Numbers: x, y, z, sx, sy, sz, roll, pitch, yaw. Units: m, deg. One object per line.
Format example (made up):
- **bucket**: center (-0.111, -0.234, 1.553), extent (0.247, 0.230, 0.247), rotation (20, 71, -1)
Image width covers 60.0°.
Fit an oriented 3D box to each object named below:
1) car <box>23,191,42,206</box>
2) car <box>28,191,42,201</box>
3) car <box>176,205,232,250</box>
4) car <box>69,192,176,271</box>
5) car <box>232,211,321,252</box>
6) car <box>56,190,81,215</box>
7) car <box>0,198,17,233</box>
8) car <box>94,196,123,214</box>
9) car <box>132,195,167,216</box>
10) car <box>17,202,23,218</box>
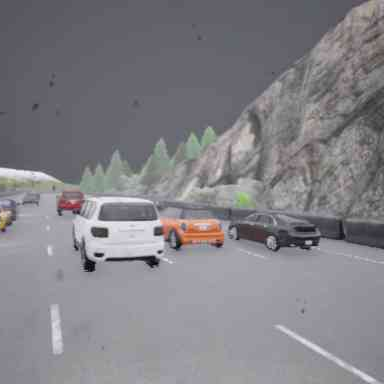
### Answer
- **car**: center (-19.845, 0.901, 41.115), extent (2.033, 1.411, 5.357), rotation (2, 0, -24)
- **car**: center (-26.446, 0.581, 56.076), extent (1.882, 1.535, 5.008), rotation (2, 0, -24)
- **car**: center (-0.432, 1.361, 14.703), extent (2.097, 1.767, 4.553), rotation (2, 0, -24)
- **car**: center (-2.621, 1.170, 11.005), extent (2.150, 2.045, 5.566), rotation (2, 0, -24)
- **car**: center (3.398, 1.621, 14.679), extent (1.837, 1.490, 4.892), rotation (2, 0, -24)
- **car**: center (-10.560, 0.894, 28.998), extent (2.150, 2.045, 5.566), rotation (2, 0, -24)
- **car**: center (-10.481, 1.171, 17.287), extent (1.801, 1.575, 5.366), rotation (2, 0, -24)
- **car**: center (-8.215, 1.207, 32.335), extent (1.882, 1.535, 5.008), rotation (2, 0, -24)
- **car**: center (-4.189, 1.201, 31.885), extent (2.097, 1.767, 4.553), rotation (2, 0, -24)
- **car**: center (-12.830, 1.155, 22.609), extent (1.812, 1.442, 4.674), rotation (2, 0, -24)
